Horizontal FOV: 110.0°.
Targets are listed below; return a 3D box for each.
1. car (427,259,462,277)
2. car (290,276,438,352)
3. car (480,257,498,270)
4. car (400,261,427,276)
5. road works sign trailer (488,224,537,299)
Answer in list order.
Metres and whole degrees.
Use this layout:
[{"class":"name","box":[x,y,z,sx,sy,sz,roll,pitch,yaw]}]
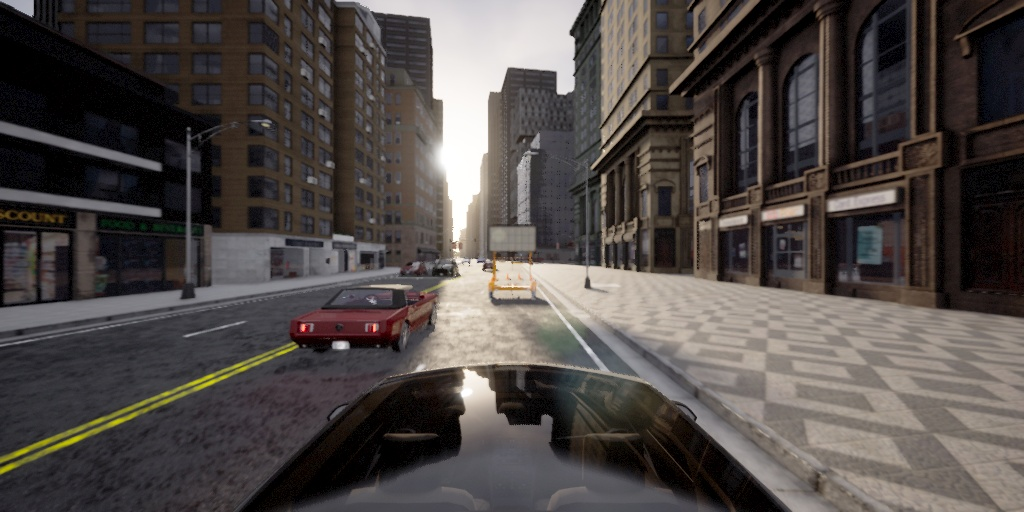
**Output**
[{"class":"car","box":[-6.582,1.105,35.644,2.097,1.767,4.553,0,0,0]},{"class":"car","box":[-3.149,1.351,8.829,1.895,1.301,4.718,0,0,0]},{"class":"car","box":[-3.138,1.282,51.331,1.812,1.442,4.674,0,0,0]},{"class":"car","box":[-9.830,1.279,36.169,1.812,1.442,4.674,0,0,0]},{"class":"road works sign trailer","box":[0.018,0.216,17.896,2.380,3.560,2.880,0,0,0]}]
